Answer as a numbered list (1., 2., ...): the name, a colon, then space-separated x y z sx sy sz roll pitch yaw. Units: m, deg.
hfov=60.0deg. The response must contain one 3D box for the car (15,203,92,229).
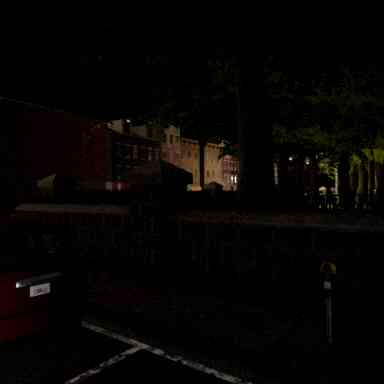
1. car: -9.395 1.584 22.935 1.812 1.442 4.674 -1 -1 35

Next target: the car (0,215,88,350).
1. car: -3.860 1.318 5.588 5.009 1.841 2.192 0 -1 36
